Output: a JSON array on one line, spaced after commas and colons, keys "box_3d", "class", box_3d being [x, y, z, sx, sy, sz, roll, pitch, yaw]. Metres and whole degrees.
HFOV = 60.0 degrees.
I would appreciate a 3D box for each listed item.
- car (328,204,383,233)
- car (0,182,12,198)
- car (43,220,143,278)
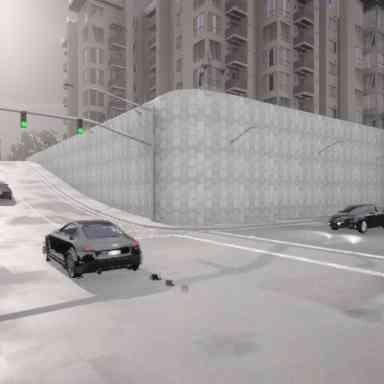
[{"box_3d": [10.095, 1.504, 19.798, 4.892, 1.490, 1.837, 0, 0, -36], "class": "car"}, {"box_3d": [-18.226, -0.296, 31.226, 1.994, 1.385, 4.181, 0, 10, -36], "class": "car"}, {"box_3d": [-3.207, 1.565, 10.330, 1.994, 1.385, 4.181, 0, 0, -36], "class": "car"}]
